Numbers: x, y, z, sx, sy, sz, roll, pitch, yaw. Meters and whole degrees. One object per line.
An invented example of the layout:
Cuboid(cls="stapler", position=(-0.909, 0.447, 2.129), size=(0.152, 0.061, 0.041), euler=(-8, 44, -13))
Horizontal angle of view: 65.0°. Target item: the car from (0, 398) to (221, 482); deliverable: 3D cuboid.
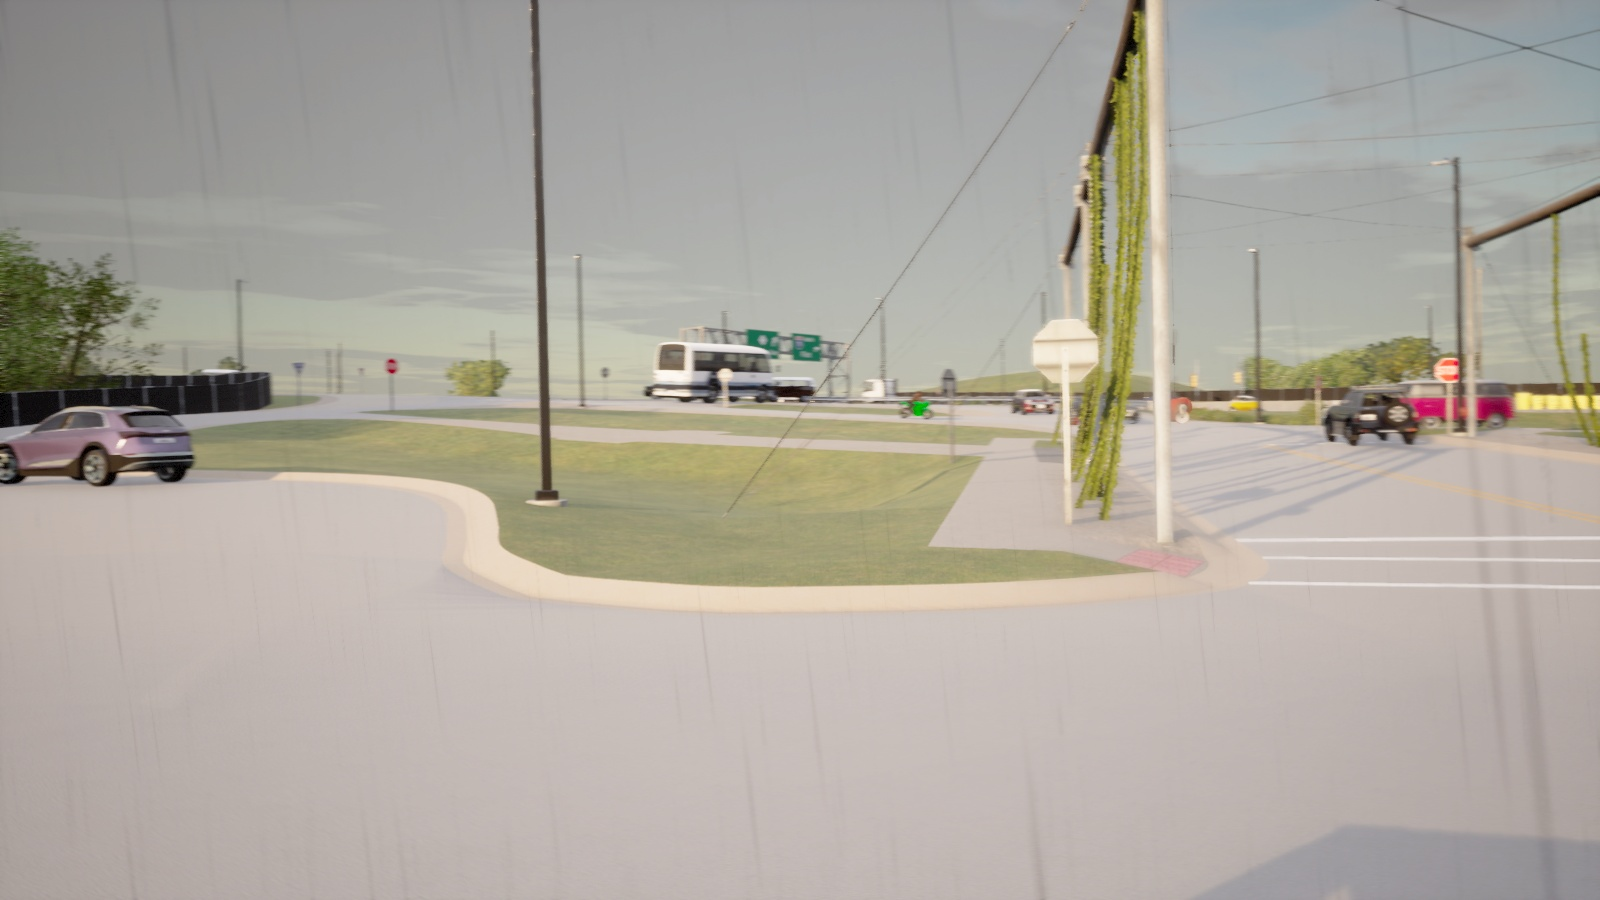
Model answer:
Cuboid(cls="car", position=(-14.930, -0.234, 26.814), size=(4.856, 1.649, 2.033), euler=(0, 2, 26))

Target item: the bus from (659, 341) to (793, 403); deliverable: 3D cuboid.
Cuboid(cls="bus", position=(-5.239, -5.601, 91.521), size=(3.944, 4.253, 10.273), euler=(5, 4, 36))

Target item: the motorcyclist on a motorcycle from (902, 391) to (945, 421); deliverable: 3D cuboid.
Cuboid(cls="motorcyclist on a motorcycle", position=(6.497, -2.324, 66.022), size=(2.044, 1.523, 0.797), euler=(4, 4, 35))

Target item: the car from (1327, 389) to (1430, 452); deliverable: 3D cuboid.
Cuboid(cls="car", position=(18.451, -0.992, 40.256), size=(1.932, 1.855, 4.605), euler=(-1, 3, 11))

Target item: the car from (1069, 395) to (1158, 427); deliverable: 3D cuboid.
Cuboid(cls="car", position=(15.400, -1.951, 62.071), size=(2.128, 1.511, 4.902), euler=(0, 2, -15))

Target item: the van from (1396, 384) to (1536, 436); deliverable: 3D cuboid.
Cuboid(cls="van", position=(25.821, -1.551, 48.764), size=(4.442, 1.987, 1.775), euler=(0, 2, -1))

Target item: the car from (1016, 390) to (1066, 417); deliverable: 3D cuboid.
Cuboid(cls="car", position=(14.350, -2.798, 74.961), size=(1.970, 1.475, 3.806), euler=(-1, 4, -4))
